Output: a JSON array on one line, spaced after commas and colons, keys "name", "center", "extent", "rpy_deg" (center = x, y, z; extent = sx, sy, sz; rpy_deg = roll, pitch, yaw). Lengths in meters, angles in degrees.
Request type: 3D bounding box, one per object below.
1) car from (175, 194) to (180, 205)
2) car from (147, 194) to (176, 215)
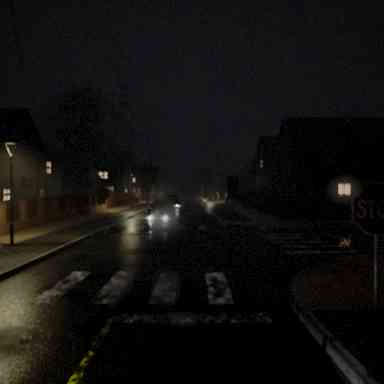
[{"name": "car", "center": [-2.817, 1.054, 47.696], "extent": [1.812, 1.442, 4.674], "rpy_deg": [0, 0, 0]}, {"name": "car", "center": [-2.844, 1.221, 30.147], "extent": [2.033, 1.411, 5.357], "rpy_deg": [0, 1, 0]}]
